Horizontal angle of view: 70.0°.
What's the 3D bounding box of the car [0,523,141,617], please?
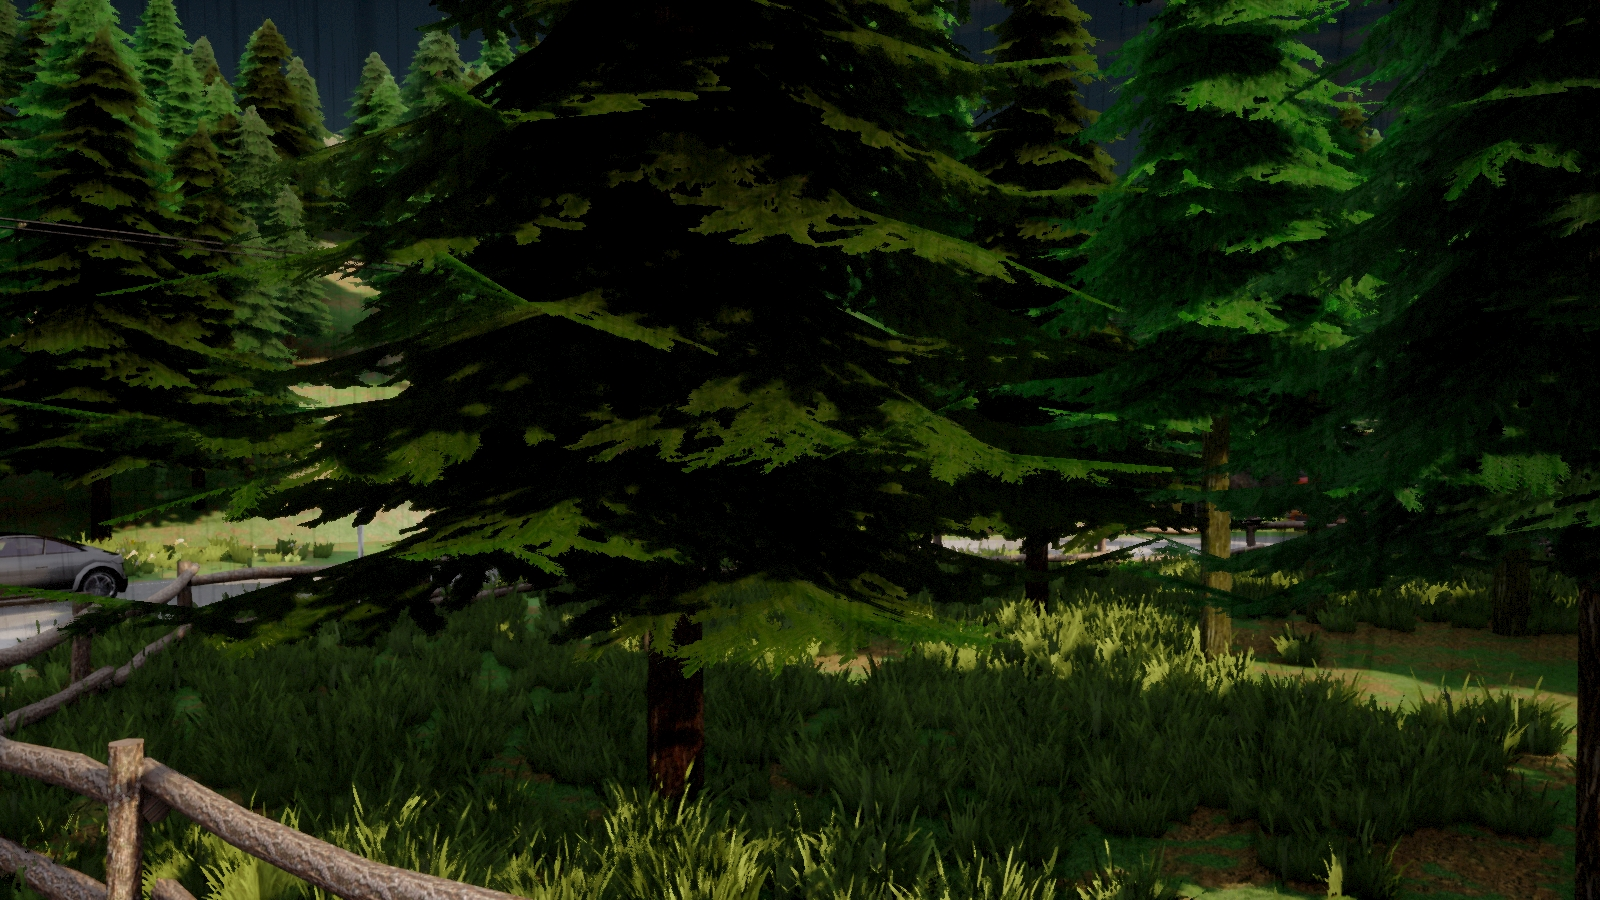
[{"bbox_3d":[-14.212,2.119,20.008,1.994,1.385,4.181,0,0,33],"label":"car"}]
